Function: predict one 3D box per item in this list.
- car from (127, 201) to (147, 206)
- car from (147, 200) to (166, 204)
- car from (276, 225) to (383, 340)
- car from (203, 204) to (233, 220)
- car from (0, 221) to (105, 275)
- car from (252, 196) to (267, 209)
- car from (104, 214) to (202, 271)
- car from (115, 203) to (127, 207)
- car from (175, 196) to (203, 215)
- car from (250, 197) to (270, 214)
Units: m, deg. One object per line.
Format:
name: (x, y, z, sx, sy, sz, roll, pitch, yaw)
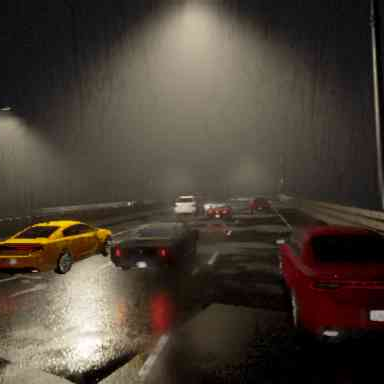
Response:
car: (-9.317, 2.342, 59.121, 1.837, 1.490, 4.892, -3, 0, 13)
car: (-5.727, 2.169, 59.176, 2.128, 1.511, 4.902, -3, 0, 13)
car: (2.805, 1.391, 6.602, 1.882, 1.535, 5.008, -3, 0, 11)
car: (2.522, 1.676, 29.503, 1.895, 1.301, 4.718, -3, 0, 11)
car: (-4.504, 1.756, 11.640, 1.882, 1.535, 5.008, -3, 0, 11)
car: (9.284, 1.360, 45.669, 1.882, 1.535, 5.008, -3, 0, 12)
car: (-0.987, 1.717, 11.411, 1.895, 1.301, 4.718, -3, 0, 11)
car: (-12.385, 2.597, 61.379, 1.895, 1.301, 4.718, -3, 0, 13)
car: (-0.170, 1.451, 33.952, 2.150, 2.045, 5.566, -3, 0, 11)
car: (7.003, 1.380, 34.182, 1.882, 1.535, 5.008, -3, 0, 12)
